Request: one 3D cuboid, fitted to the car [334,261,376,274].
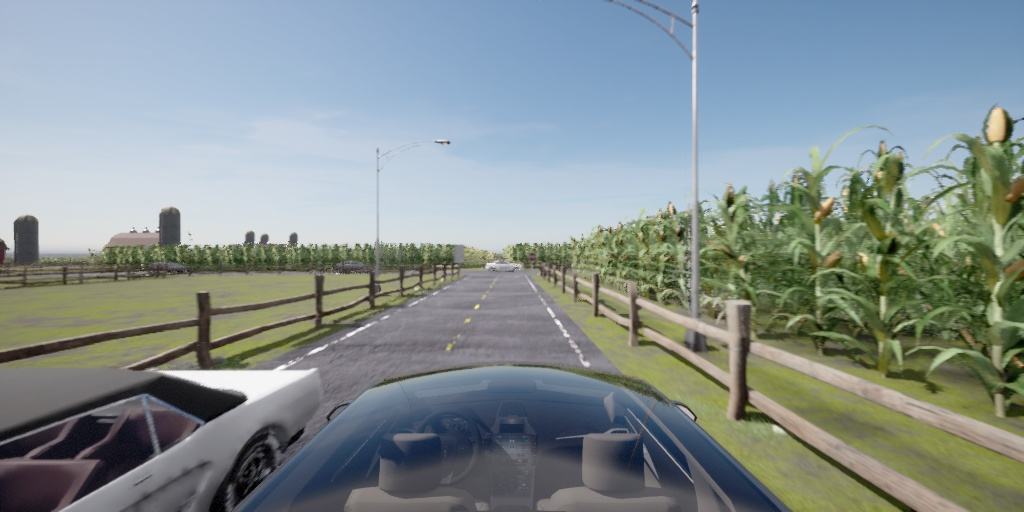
[{"bbox_3d":[-19.678,1.426,45.063,4.902,1.511,2.128,0,0,0],"label":"car"}]

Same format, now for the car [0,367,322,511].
[{"bbox_3d":[-2.849,1.351,1.377,1.895,1.301,4.718,0,0,0],"label":"car"}]

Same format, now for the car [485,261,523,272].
[{"bbox_3d":[-1.008,1.279,45.032,4.674,1.442,1.812,0,0,0],"label":"car"}]

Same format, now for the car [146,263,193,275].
[{"bbox_3d":[-43.048,1.569,45.106,4.892,1.490,1.837,0,0,0],"label":"car"}]
